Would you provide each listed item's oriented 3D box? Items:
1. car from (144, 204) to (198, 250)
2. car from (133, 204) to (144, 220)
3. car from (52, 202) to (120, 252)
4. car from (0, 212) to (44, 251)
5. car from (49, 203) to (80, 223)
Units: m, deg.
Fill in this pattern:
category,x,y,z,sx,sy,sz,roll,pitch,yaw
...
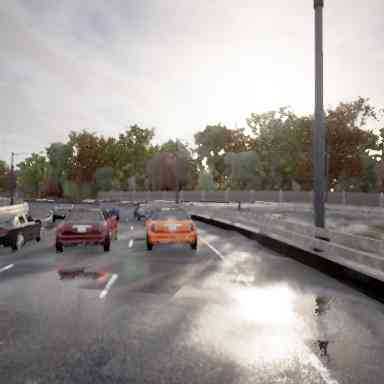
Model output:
category,x,y,z,sx,sy,sz,roll,pitch,yaw
car,-1.058,1.496,15.361,2.097,1.767,4.553,0,-1,-8
car,-4.380,1.843,31.164,2.033,1.411,5.357,0,-1,-16
car,-4.526,1.493,14.890,2.097,1.767,4.553,0,-1,-8
car,-8.029,1.650,14.651,1.837,1.490,4.892,0,0,-8
car,-11.203,1.776,29.538,2.128,1.511,4.902,0,0,-16
